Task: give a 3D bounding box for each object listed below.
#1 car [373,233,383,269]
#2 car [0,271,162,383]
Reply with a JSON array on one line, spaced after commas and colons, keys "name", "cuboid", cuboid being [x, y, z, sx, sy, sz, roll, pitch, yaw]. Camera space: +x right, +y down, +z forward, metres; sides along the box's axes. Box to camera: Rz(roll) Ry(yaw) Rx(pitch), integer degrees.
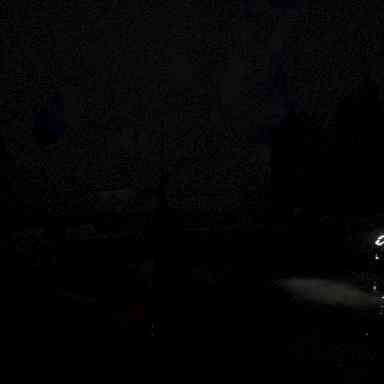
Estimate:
[{"name": "car", "cuboid": [7.304, 1.351, 9.769, 4.553, 1.767, 2.097, 0, 0, -35]}, {"name": "car", "cuboid": [-2.493, 1.526, 2.822, 4.674, 1.442, 1.812, 0, 0, -35]}]
